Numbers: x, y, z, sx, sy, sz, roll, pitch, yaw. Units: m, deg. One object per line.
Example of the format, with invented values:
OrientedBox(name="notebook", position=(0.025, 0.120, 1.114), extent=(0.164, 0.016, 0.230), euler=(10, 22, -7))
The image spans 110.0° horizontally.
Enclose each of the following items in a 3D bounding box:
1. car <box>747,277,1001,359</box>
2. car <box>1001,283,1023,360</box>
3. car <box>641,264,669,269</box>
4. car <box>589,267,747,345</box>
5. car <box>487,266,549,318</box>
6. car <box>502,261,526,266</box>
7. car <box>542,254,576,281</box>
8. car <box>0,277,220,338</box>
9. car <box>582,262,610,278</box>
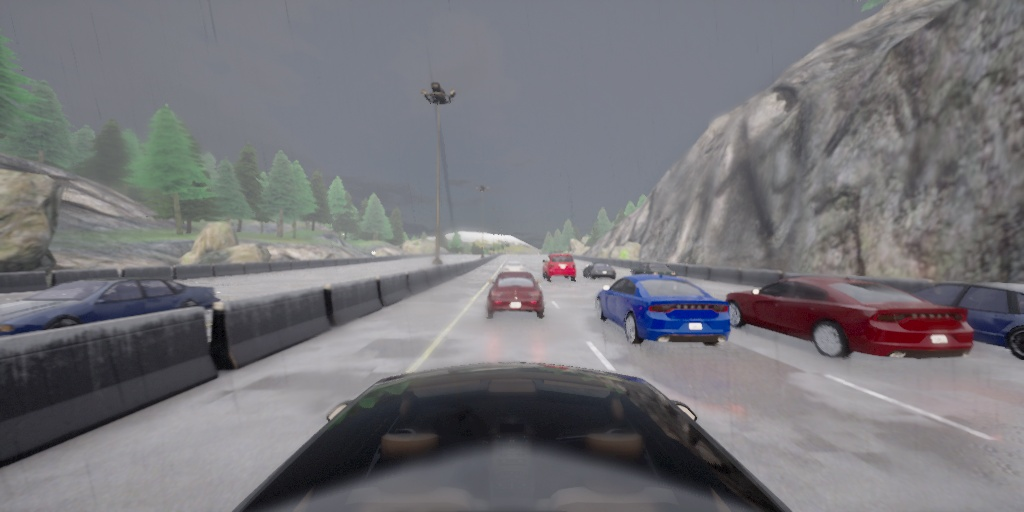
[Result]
OrientedBox(name="car", position=(7.113, 1.231, 8.435), extent=(1.882, 1.535, 5.008), euler=(0, 0, 0))
OrientedBox(name="car", position=(10.612, 1.305, 8.052), extent=(2.033, 1.411, 5.357), euler=(0, 0, 0))
OrientedBox(name="car", position=(10.658, 1.263, 27.307), extent=(1.895, 1.301, 4.718), euler=(0, 0, 0))
OrientedBox(name="car", position=(3.616, 1.226, 9.526), extent=(1.882, 1.535, 5.008), euler=(0, 0, 0))
OrientedBox(name="car", position=(0.109, 1.263, 12.856), extent=(1.812, 1.442, 4.674), euler=(0, 0, 0))
OrientedBox(name="car", position=(0.165, 1.151, 30.175), extent=(1.812, 1.442, 4.674), euler=(0, 1, 0))
OrientedBox(name="car", position=(3.661, 0.868, 28.390), extent=(2.150, 2.045, 5.566), euler=(0, 1, 0))
OrientedBox(name="car", position=(-10.574, 1.283, 9.421), extent=(2.033, 1.411, 5.357), euler=(0, 0, 0))
OrientedBox(name="car", position=(7.164, 1.201, 29.719), extent=(1.994, 1.385, 4.181), euler=(0, 1, 0))
